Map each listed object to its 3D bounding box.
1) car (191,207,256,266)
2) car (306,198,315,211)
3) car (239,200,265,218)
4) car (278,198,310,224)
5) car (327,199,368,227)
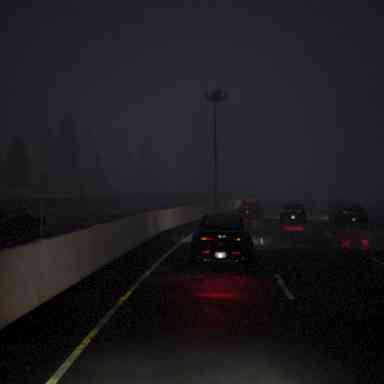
[{"bbox_3d":[1.097,1.479,11.564,1.837,1.490,4.892,0,0,7],"label":"car"},{"bbox_3d":[13.716,1.431,40.329,2.128,1.511,4.902,0,0,27],"label":"car"},{"bbox_3d":[5.302,1.434,29.367,2.128,1.511,4.902,0,0,18],"label":"car"},{"bbox_3d":[7.525,1.464,24.878,1.837,1.490,4.892,0,0,16],"label":"car"},{"bbox_3d":[10.553,1.467,22.695,2.128,1.511,4.902,0,0,15],"label":"car"}]
